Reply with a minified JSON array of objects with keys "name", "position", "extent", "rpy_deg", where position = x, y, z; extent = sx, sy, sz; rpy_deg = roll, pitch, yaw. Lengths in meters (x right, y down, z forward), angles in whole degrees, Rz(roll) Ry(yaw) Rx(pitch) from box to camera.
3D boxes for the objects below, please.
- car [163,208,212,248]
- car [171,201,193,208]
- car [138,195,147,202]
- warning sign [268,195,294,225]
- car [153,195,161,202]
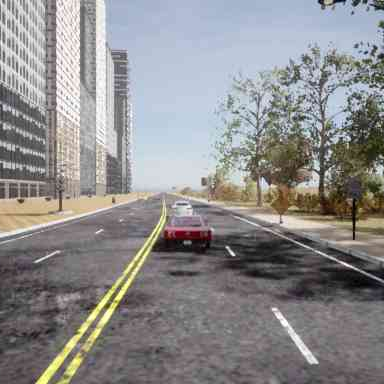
[{"name":"car","position":[-0.228,1.612,14.727],"extent":[1.895,1.301,4.718],"rpy_deg":[0,0,-2]},{"name":"car","position":[-0.911,1.520,29.730],"extent":[1.812,1.442,4.674],"rpy_deg":[0,0,-3]},{"name":"car","position":[-11.210,1.381,75.223],"extent":[1.882,1.535,5.008],"rpy_deg":[0,0,-5]},{"name":"warning sign","position":[5.645,1.106,21.129],"extent":[1.300,1.860,1.060],"rpy_deg":[0,0,-2]},{"name":"car","position":[-7.972,1.427,75.504],"extent":[2.128,1.511,4.902],"rpy_deg":[0,0,-5]}]
